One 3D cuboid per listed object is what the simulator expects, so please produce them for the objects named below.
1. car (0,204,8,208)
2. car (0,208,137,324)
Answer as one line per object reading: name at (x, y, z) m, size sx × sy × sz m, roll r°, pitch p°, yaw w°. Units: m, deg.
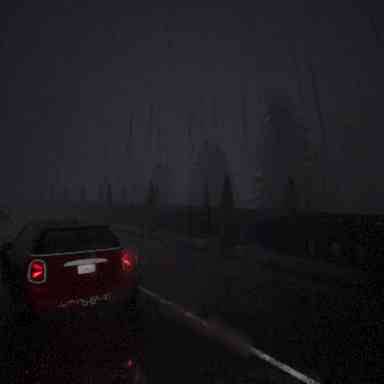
car at (-15.892, 1.646, 26.753) m, size 1.994 × 1.385 × 4.181 m, roll 0°, pitch 0°, yaw -34°
car at (-3.028, 1.373, 7.592) m, size 2.097 × 1.767 × 4.553 m, roll 0°, pitch 0°, yaw -34°
